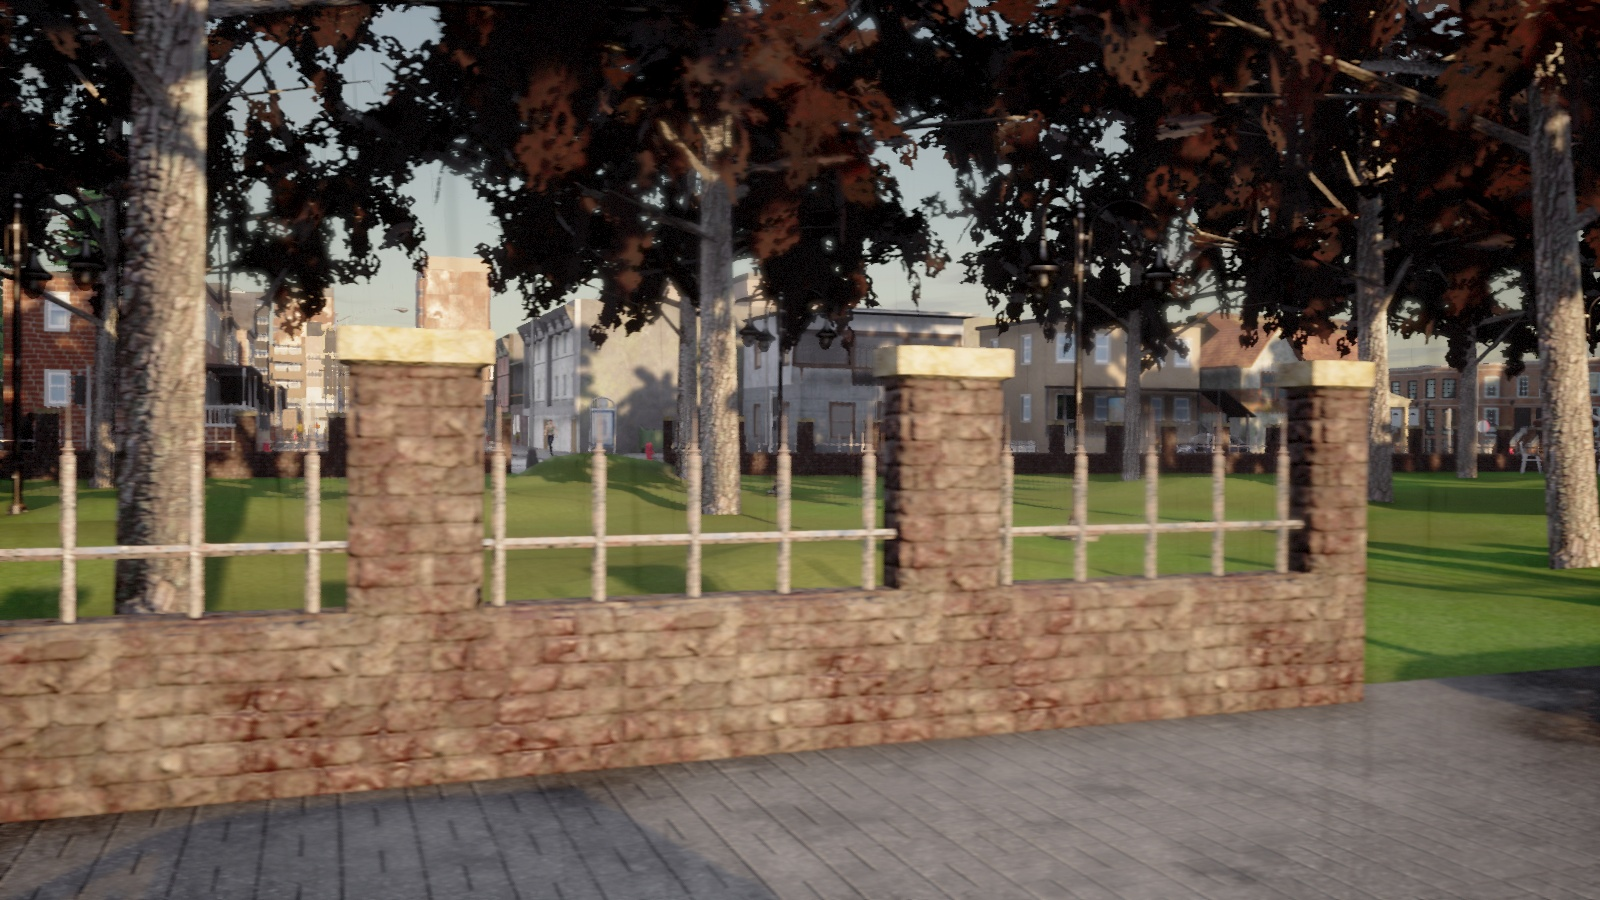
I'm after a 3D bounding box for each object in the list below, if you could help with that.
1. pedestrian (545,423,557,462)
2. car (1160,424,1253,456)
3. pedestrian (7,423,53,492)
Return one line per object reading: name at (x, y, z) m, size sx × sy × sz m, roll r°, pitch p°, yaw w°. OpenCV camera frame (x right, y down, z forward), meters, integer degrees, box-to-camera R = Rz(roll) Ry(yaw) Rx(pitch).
pedestrian at (-11.911, -0.362, 60.158) m, size 0.345 × 1.836 × 0.594 m, roll -1°, pitch 1°, yaw 10°
car at (19.252, -0.483, 59.523) m, size 3.806 × 1.475 × 1.970 m, roll -1°, pitch 1°, yaw -21°
pedestrian at (-21.009, 0.189, 34.278) m, size 0.899 × 1.844 × 0.634 m, roll -1°, pitch 1°, yaw -17°
